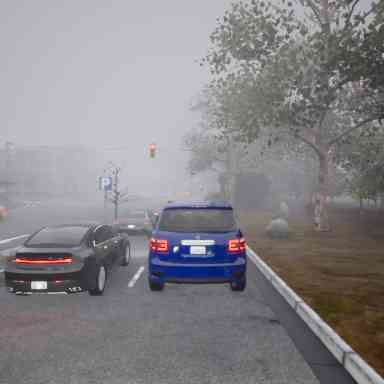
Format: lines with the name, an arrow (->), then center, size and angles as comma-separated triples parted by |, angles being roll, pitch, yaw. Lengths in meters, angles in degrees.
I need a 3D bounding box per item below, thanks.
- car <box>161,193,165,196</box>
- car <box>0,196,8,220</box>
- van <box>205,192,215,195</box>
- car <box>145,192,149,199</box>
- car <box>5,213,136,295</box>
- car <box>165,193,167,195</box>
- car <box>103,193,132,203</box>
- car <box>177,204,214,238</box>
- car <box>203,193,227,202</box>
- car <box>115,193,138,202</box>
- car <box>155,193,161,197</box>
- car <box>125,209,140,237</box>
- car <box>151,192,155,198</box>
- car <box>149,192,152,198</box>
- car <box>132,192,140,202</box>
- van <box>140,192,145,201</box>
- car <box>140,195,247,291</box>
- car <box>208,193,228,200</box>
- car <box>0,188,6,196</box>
car -> -10.861, 1.065, 89.875 | 5.566, 2.045, 2.435 | -1, 0, -12
car -> -16.588, 1.404, 25.137 | 4.553, 1.767, 2.185 | -1, 0, -19
van -> 4.386, 1.043, 65.505 | 4.442, 1.987, 1.878 | 1, 0, -14
car -> -12.895, 1.322, 74.893 | 4.892, 1.521, 2.231 | -1, 0, -13
car -> -2.877, 1.515, 8.702 | 1.837, 1.490, 4.892 | 0, 0, 0
car -> -10.435, 1.316, 92.853 | 5.008, 1.535, 2.097 | -1, 0, -11
car -> -14.345, 1.358, 62.940 | 4.792, 1.488, 2.163 | -1, 0, -15
car -> 0.202, 1.531, 19.046 | 1.837, 1.490, 4.892 | 0, 0, 0
car -> 4.775, 1.142, 68.474 | 4.553, 1.767, 2.185 | 1, 0, -14
car -> -13.598, 1.196, 68.883 | 4.553, 1.767, 2.185 | -1, 0, -14
car -> -11.316, 1.358, 86.869 | 4.674, 1.452, 2.002 | -1, 0, -12
car -> -2.816, 1.589, 17.588 | 1.994, 1.385, 4.181 | 0, 0, 1
car -> -12.141, 1.359, 80.888 | 4.674, 1.452, 2.002 | -1, 0, -13
car -> -12.517, 1.360, 77.887 | 4.674, 1.452, 2.002 | -1, 0, -13
car -> -13.696, 1.316, 65.931 | 5.366, 1.575, 1.946 | -1, 0, -15
van -> -13.127, 1.093, 71.922 | 4.442, 1.987, 1.878 | -1, 0, -14
car -> 0.126, 1.233, 9.187 | 2.150, 2.045, 5.566 | 0, 0, 0
car -> 6.589, 1.130, 83.170 | 4.553, 1.767, 2.185 | 1, 0, -12
car -> -31.080, 0.137, 53.834 | 2.002, 1.452, 4.674 | 6, -3, -19
